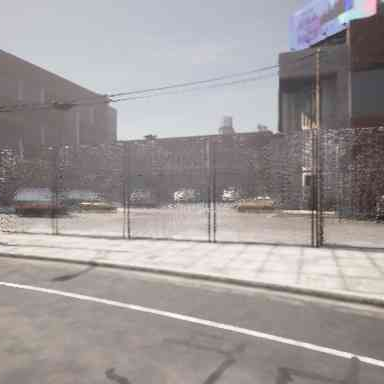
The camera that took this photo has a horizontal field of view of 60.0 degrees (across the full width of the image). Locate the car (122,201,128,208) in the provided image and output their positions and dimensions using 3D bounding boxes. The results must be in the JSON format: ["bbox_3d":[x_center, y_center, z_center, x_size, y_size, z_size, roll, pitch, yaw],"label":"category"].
[{"bbox_3d":[-7.522,1.604,46.484,4.718,1.301,1.895,0,0,19],"label":"car"}]

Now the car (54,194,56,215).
[{"bbox_3d":[-13.402,1.320,29.365,4.553,1.767,2.185,0,0,19],"label":"car"}]
